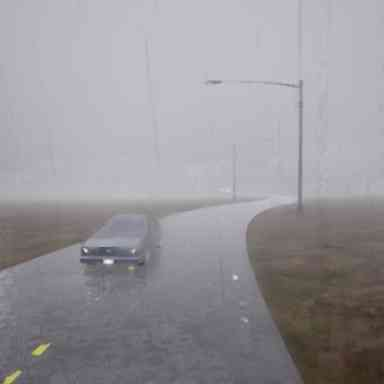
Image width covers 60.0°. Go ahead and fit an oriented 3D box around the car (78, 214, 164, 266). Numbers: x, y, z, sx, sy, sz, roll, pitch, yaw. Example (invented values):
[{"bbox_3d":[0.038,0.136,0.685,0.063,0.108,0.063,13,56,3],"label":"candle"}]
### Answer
[{"bbox_3d":[-2.150,1.504,11.736,2.033,1.411,5.357,0,0,3],"label":"car"}]
